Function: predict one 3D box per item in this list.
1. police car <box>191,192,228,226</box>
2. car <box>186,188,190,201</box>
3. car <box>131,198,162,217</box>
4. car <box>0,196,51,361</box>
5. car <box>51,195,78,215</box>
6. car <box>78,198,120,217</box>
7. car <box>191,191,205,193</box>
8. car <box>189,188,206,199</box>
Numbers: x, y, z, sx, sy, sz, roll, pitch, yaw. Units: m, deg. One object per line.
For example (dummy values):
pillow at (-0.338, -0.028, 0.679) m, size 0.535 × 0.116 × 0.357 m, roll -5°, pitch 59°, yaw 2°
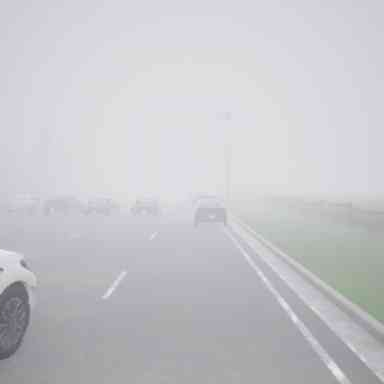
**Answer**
police car at (1.045, 1.063, 20.274) m, size 1.930 × 1.638 × 5.238 m, roll 0°, pitch 1°, yaw 0°
car at (-0.012, 0.533, 53.115) m, size 1.882 × 1.535 × 5.008 m, roll 0°, pitch 1°, yaw 0°
car at (-3.406, 1.139, 25.867) m, size 1.895 × 1.301 × 4.718 m, roll 0°, pitch 1°, yaw 0°
car at (-3.401, 1.172, 2.606) m, size 2.150 × 2.045 × 5.566 m, roll 0°, pitch 1°, yaw 0°
car at (-10.407, 1.020, 27.191) m, size 1.837 × 1.490 × 4.892 m, roll 0°, pitch 1°, yaw 0°
car at (-6.906, 1.139, 25.866) m, size 1.895 × 1.301 × 4.718 m, roll 0°, pitch 1°, yaw 0°
car at (1.042, 0.968, 30.164) m, size 1.837 × 1.490 × 4.892 m, roll 0°, pitch 1°, yaw 0°
car at (1.041, 0.707, 36.131) m, size 2.097 × 1.767 × 4.553 m, roll 0°, pitch 1°, yaw 0°
